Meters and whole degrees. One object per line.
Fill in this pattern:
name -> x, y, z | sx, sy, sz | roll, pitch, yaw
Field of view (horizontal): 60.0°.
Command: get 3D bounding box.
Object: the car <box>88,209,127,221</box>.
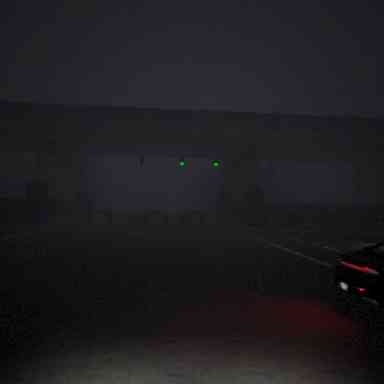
car -> -9.226, 2.452, 36.188 | 4.536, 1.218, 1.853 | -1, -3, 41

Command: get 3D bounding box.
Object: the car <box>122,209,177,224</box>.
car -> -4.587, 2.691, 36.384 | 4.974, 1.542, 2.038 | 3, -3, -39

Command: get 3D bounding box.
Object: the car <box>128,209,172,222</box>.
car -> -4.545, 2.536, 36.423 | 4.536, 1.218, 1.853 | 3, -3, -39

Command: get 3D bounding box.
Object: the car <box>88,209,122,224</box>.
car -> -9.189, 2.609, 36.148 | 4.974, 1.542, 2.038 | -1, -3, 41

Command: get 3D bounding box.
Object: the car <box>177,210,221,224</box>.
car -> 0.733, 2.817, 37.435 | 4.974, 1.542, 2.038 | 0, -2, 26

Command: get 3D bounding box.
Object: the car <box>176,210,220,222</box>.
car -> 0.689, 2.660, 37.463 | 4.536, 1.218, 1.853 | 0, -2, 26

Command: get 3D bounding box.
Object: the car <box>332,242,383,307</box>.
car -> 5.511, 1.747, 6.916 | 4.902, 1.511, 2.128 | 1, -2, -3
